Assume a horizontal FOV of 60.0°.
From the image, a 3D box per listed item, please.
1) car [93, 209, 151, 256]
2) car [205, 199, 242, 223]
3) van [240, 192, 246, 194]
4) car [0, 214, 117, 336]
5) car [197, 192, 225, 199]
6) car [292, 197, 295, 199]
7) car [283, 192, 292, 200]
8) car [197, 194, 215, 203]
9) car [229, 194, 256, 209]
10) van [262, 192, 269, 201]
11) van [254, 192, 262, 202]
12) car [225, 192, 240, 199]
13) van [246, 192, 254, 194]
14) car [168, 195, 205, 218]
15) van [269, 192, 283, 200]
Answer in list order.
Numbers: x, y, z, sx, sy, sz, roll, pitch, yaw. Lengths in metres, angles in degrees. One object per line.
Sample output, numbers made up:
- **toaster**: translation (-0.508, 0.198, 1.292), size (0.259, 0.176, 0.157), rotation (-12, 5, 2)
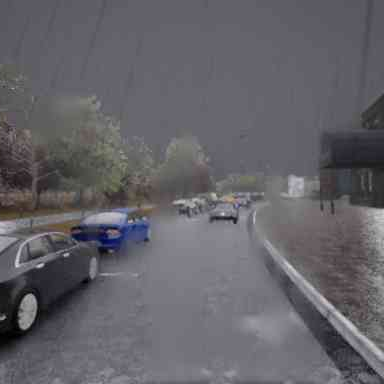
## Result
- **car**: translation (-2.916, 1.411, 12.950), size (2.097, 1.535, 5.008), rotation (0, 1, 5)
- **car**: translation (2.374, 1.416, 24.057), size (1.994, 1.385, 4.181), rotation (0, 0, 10)
- **van**: translation (7.267, 0.991, 55.722), size (1.878, 1.987, 4.442), rotation (-3, 0, 19)
- **car**: translation (-3.377, 1.450, 6.640), size (2.231, 1.521, 4.892), rotation (0, 1, 4)
- **car**: translation (1.894, 1.020, 39.749), size (2.435, 2.045, 5.566), rotation (-3, 0, 15)
- **car**: translation (26.196, 1.326, 89.722), size (2.002, 1.452, 4.674), rotation (-2, 0, 36)
- **car**: translation (22.971, 1.023, 85.191), size (2.435, 2.045, 5.566), rotation (-3, 0, 32)
- **car**: translation (0.515, 1.303, 34.297), size (2.231, 1.521, 4.892), rotation (-3, 0, 13)
- **car**: translation (6.329, 1.288, 41.186), size (2.033, 1.411, 5.357), rotation (-1, 0, 16)
- **van**: translation (14.317, 0.997, 70.927), size (1.878, 1.987, 4.442), rotation (-3, 0, 26)
- **van**: translation (11.803, 0.989, 65.946), size (1.878, 1.987, 4.442), rotation (-3, 0, 25)
- **car**: translation (5.332, 1.223, 50.556), size (1.946, 1.575, 5.366), rotation (-3, 0, 21)
- **van**: translation (9.447, 0.986, 60.875), size (1.878, 1.987, 4.442), rotation (-3, 0, 25)
- **car**: translation (-0.678, 1.333, 28.834), size (2.231, 1.521, 4.892), rotation (-3, 0, 12)
- **van**: translation (19.947, 1.030, 80.593), size (1.878, 1.987, 4.442), rotation (-3, 0, 31)
